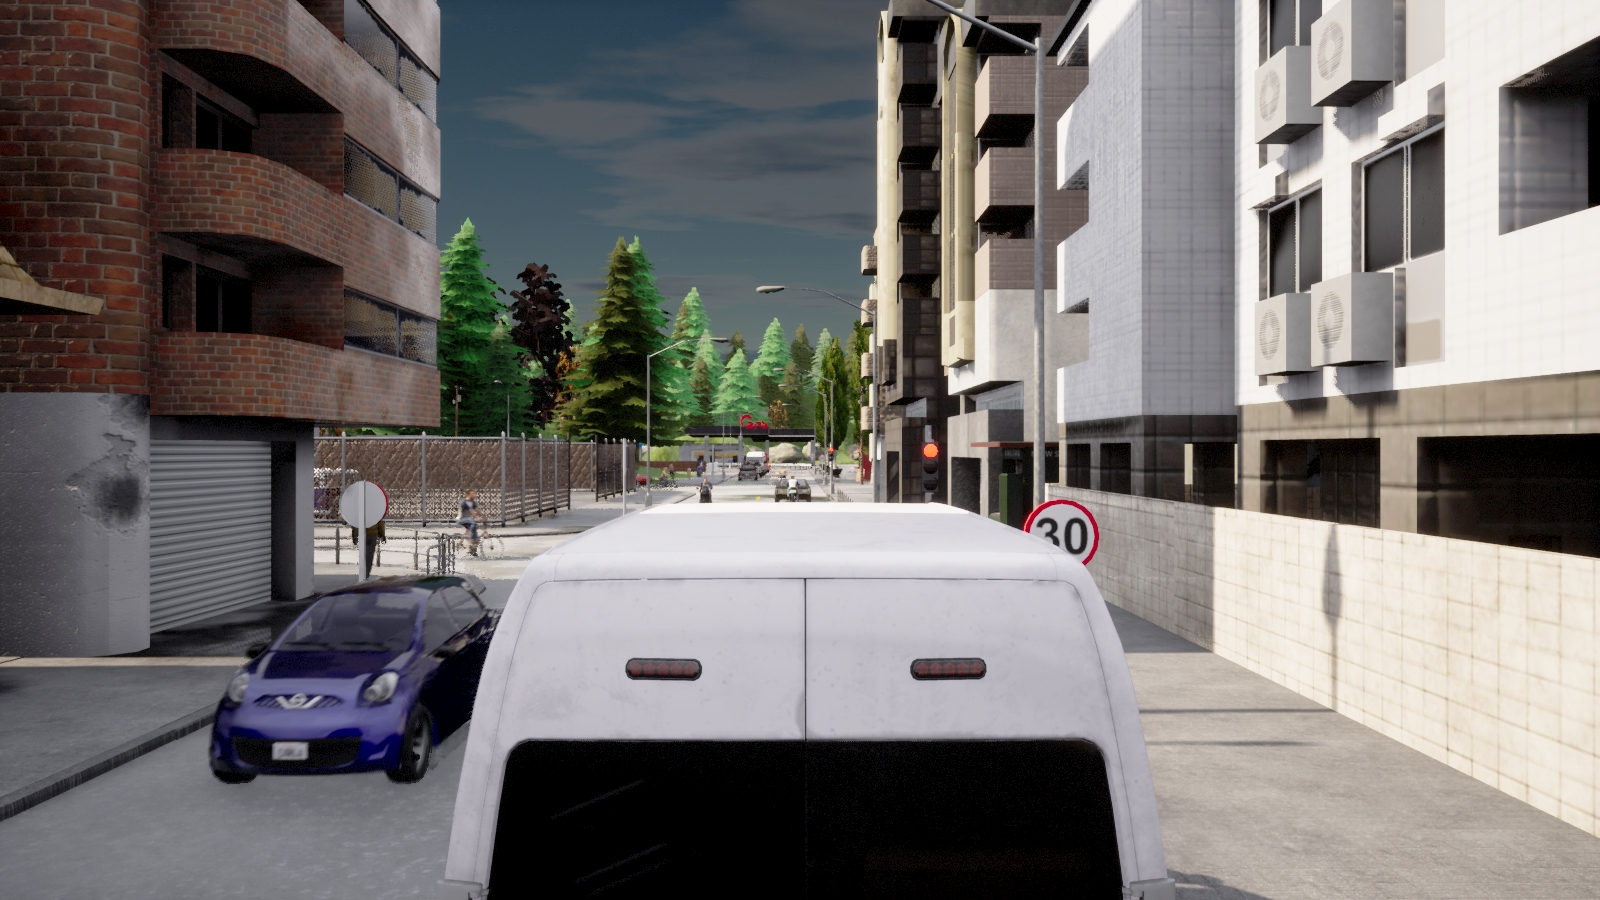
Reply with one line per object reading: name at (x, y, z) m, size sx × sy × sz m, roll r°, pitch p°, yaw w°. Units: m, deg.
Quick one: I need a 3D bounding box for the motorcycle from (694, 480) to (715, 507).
motorcycle at (-4.334, 1.973, 52.180) m, size 0.803 × 1.145 × 2.033 m, roll 0°, pitch 0°, yaw 0°

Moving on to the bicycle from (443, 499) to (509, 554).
bicycle at (-8.189, 1.925, 28.871) m, size 1.643 × 1.296 × 0.373 m, roll 0°, pitch 2°, yaw 18°

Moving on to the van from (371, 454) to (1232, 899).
van at (-0.009, 1.312, 5.597) m, size 1.988 × 2.561 × 5.915 m, roll 0°, pitch 0°, yaw 0°

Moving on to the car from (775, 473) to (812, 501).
car at (-0.339, 1.912, 60.159) m, size 1.895 × 1.301 × 4.718 m, roll 0°, pitch 0°, yaw 0°

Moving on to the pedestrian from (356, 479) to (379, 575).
pedestrian at (-8.508, 1.507, 22.485) m, size 0.375 × 1.860 × 0.375 m, roll 0°, pitch 0°, yaw -30°

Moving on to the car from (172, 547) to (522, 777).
car at (-3.988, 1.814, 10.764) m, size 1.845 × 1.501 × 3.633 m, roll 0°, pitch 0°, yaw 0°
